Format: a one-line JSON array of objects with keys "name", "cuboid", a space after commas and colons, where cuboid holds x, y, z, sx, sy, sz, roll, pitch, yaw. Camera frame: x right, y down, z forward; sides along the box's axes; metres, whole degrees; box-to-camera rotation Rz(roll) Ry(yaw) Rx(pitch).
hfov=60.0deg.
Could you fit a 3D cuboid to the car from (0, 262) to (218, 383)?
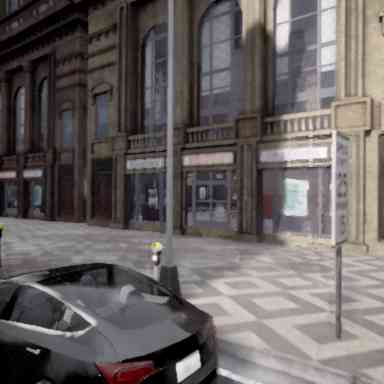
[{"name": "car", "cuboid": [-1.708, 1.589, 4.207, 4.313, 1.339, 1.947, 0, 0, 36]}]
